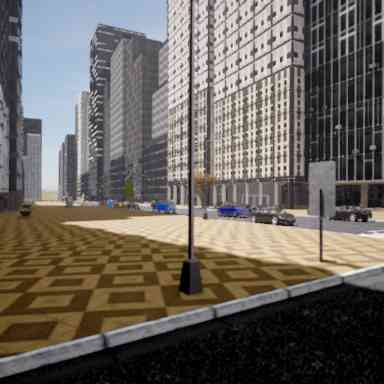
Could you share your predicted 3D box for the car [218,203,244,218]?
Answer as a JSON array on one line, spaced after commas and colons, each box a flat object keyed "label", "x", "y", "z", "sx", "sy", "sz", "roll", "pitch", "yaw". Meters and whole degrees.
[{"label": "car", "x": 4.426, "y": 1.986, "z": 35.660, "sx": 1.812, "sy": 1.442, "sz": 4.674, "roll": 0, "pitch": -1, "yaw": -26}]

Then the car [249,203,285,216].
[{"label": "car", "x": 8.866, "y": 2.090, "z": 39.754, "sx": 1.947, "sy": 1.339, "sz": 4.313, "roll": -1, "pitch": -1, "yaw": -26}]

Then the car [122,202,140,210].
[{"label": "car", "x": -10.894, "y": 2.545, "z": 61.448, "sx": 2.008, "sy": 1.369, "sz": 4.403, "roll": -1, "pitch": -1, "yaw": -26}]

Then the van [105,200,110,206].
[{"label": "van", "x": -18.223, "y": 2.657, "z": 76.649, "sx": 1.690, "sy": 1.788, "sz": 3.998, "roll": -1, "pitch": -1, "yaw": -26}]

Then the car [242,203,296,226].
[{"label": "car", "x": 6.201, "y": 1.828, "z": 25.982, "sx": 2.008, "sy": 1.369, "sz": 4.403, "roll": -1, "pitch": -1, "yaw": -26}]

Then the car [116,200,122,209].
[{"label": "car", "x": -13.263, "y": 2.623, "z": 66.362, "sx": 1.752, "sy": 1.417, "sz": 4.829, "roll": -1, "pitch": -1, "yaw": -26}]

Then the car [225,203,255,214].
[{"label": "car", "x": 6.424, "y": 2.191, "z": 44.820, "sx": 1.947, "sy": 1.339, "sz": 4.313, "roll": -1, "pitch": -1, "yaw": -26}]

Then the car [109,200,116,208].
[{"label": "car", "x": -15.778, "y": 2.752, "z": 71.581, "sx": 1.887, "sy": 1.381, "sz": 4.507, "roll": -1, "pitch": -1, "yaw": -26}]

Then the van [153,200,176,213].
[{"label": "van", "x": -3.571, "y": 2.023, "z": 46.252, "sx": 1.690, "sy": 1.788, "sz": 3.998, "roll": -1, "pitch": -1, "yaw": -26}]

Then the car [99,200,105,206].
[{"label": "car", "x": -23.103, "y": 3.077, "z": 86.779, "sx": 1.887, "sy": 1.381, "sz": 4.507, "roll": -1, "pitch": -1, "yaw": -26}]

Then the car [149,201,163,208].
[{"label": "car", "x": -8.228, "y": 2.836, "z": 75.219, "sx": 1.802, "sy": 1.307, "sz": 4.206, "roll": -1, "pitch": -1, "yaw": -26}]

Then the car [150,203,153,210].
[{"label": "car", "x": -5.326, "y": 2.382, "z": 56.099, "sx": 1.837, "sy": 1.490, "sz": 4.892, "roll": 0, "pitch": -2, "yaw": -25}]

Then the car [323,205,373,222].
[{"label": "car", "x": 13.750, "y": 1.874, "z": 29.621, "sx": 2.008, "sy": 1.369, "sz": 4.403, "roll": -1, "pitch": -1, "yaw": -26}]
